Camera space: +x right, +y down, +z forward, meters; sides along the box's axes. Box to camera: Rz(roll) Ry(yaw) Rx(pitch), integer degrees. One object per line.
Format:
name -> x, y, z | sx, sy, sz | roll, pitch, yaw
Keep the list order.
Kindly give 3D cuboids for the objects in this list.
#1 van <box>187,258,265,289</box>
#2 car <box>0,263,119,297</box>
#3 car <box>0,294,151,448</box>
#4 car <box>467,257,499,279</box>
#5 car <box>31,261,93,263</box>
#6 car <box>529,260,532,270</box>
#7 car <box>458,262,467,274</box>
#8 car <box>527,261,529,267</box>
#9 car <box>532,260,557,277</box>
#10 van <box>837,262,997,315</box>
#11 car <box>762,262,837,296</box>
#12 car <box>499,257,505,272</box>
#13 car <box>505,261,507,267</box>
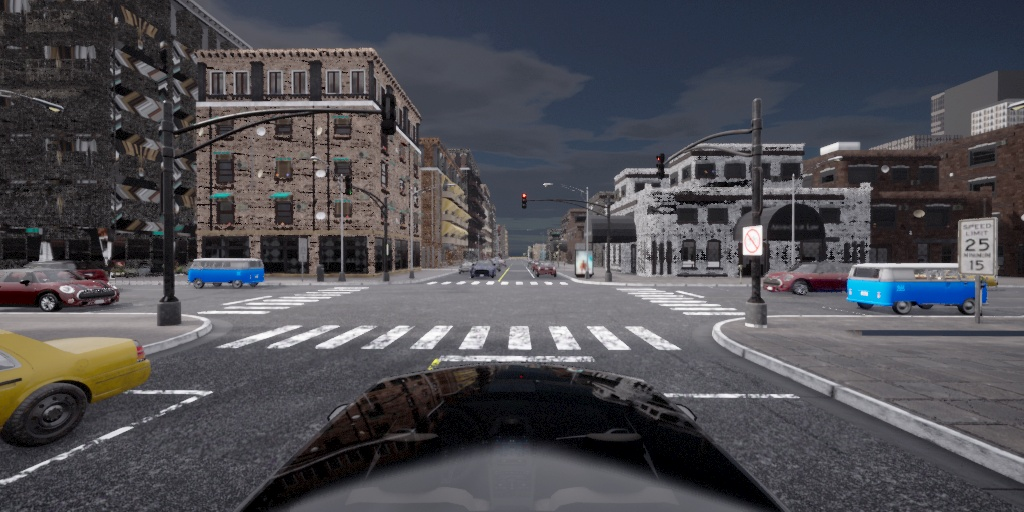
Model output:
van -> -17.429, 1.030, 21.907 | 3.998, 1.789, 1.690 | 0, 0, 1
car -> -17.528, 1.190, 13.527 | 4.097, 1.591, 1.967 | 0, 0, 1
car -> -5.680, 1.275, 2.629 | 1.751, 1.417, 4.829 | 0, 0, 1
car -> -2.569, 1.106, 33.154 | 2.097, 1.767, 4.553 | 0, 0, 1
car -> -24.953, 1.049, 19.370 | 4.553, 1.767, 2.097 | 0, 0, 1
car -> 3.447, 1.347, 46.511 | 1.802, 1.307, 4.207 | 0, 0, 1
car -> -5.029, 1.311, 40.945 | 2.007, 1.370, 4.403 | 0, 0, 1
car -> 3.544, 1.321, 52.207 | 2.007, 1.370, 4.403 | 0, 0, 1
car -> 3.254, 1.195, 35.119 | 1.967, 1.591, 4.097 | 0, 0, 1
van -> 14.849, 1.156, 13.218 | 3.998, 1.789, 1.690 | 0, 0, 1
car -> 15.930, 1.127, 18.990 | 4.553, 1.767, 2.097 | 0, 0, 1
car -> -2.361, 1.254, 45.250 | 2.128, 1.511, 4.902 | 0, 0, 1
car -> -2.001, 1.308, 63.487 | 1.812, 1.442, 4.674 | 0, 0, 1
